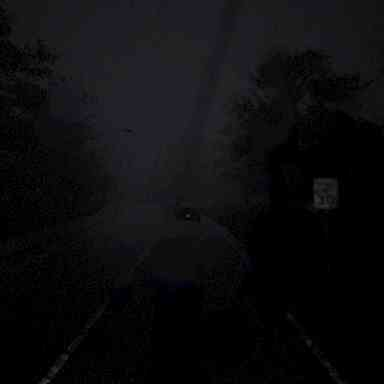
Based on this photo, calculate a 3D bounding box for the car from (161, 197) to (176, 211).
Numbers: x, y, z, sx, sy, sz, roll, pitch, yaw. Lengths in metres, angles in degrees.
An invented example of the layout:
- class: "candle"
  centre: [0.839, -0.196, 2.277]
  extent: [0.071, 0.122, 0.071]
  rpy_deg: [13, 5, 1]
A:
- class: "car"
  centre: [-2.787, 1.412, 42.458]
  extent: [2.097, 1.767, 4.553]
  rpy_deg: [1, 0, -11]

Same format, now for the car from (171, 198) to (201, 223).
- class: "car"
  centre: [-0.442, 1.518, 25.854]
  extent: [1.882, 1.535, 5.008]
  rpy_deg: [0, 0, -4]
